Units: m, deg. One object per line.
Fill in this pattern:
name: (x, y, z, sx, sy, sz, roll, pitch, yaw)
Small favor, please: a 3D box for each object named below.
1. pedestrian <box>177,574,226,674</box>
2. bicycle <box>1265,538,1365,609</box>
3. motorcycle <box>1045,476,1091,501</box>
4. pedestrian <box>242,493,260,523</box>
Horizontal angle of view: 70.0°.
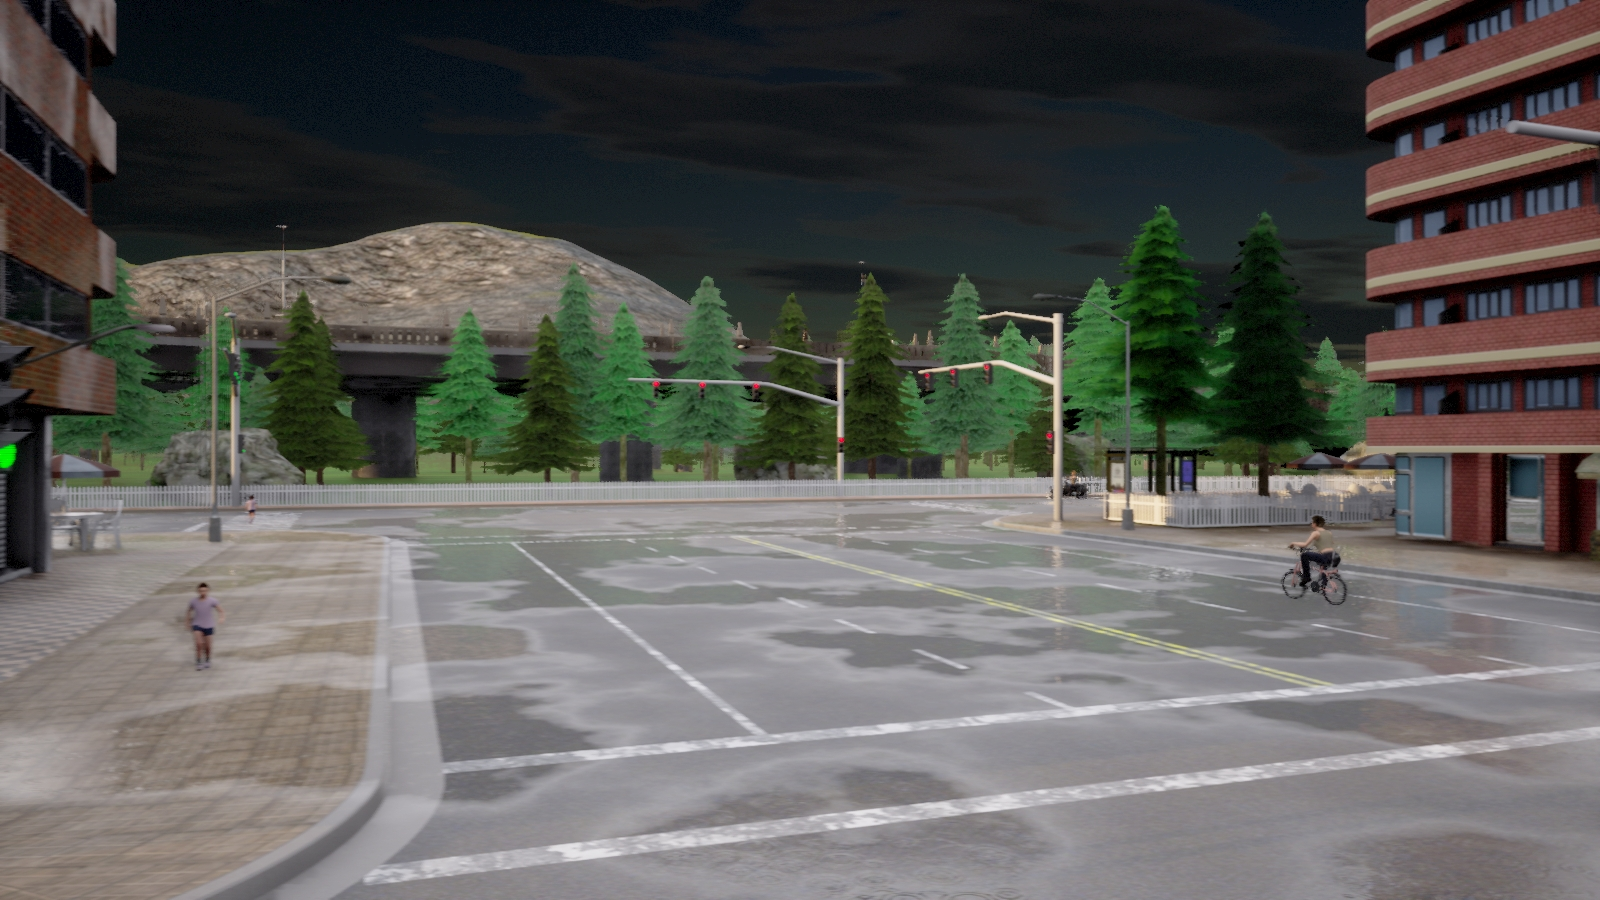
pedestrian: (-7.181, 2.077, 13.711, 0.500, 1.100, 0.500, 0, 0, -30)
bicycle: (9.424, 2.234, 20.951, 0.859, 1.126, 1.487, 1, 0, -21)
motorcycle: (14.644, 2.102, 62.413, 2.356, 1.307, 0.764, 0, 0, -19)
pedestrian: (-20.550, 2.173, 42.786, 0.500, 1.100, 0.500, 0, 0, -12)
